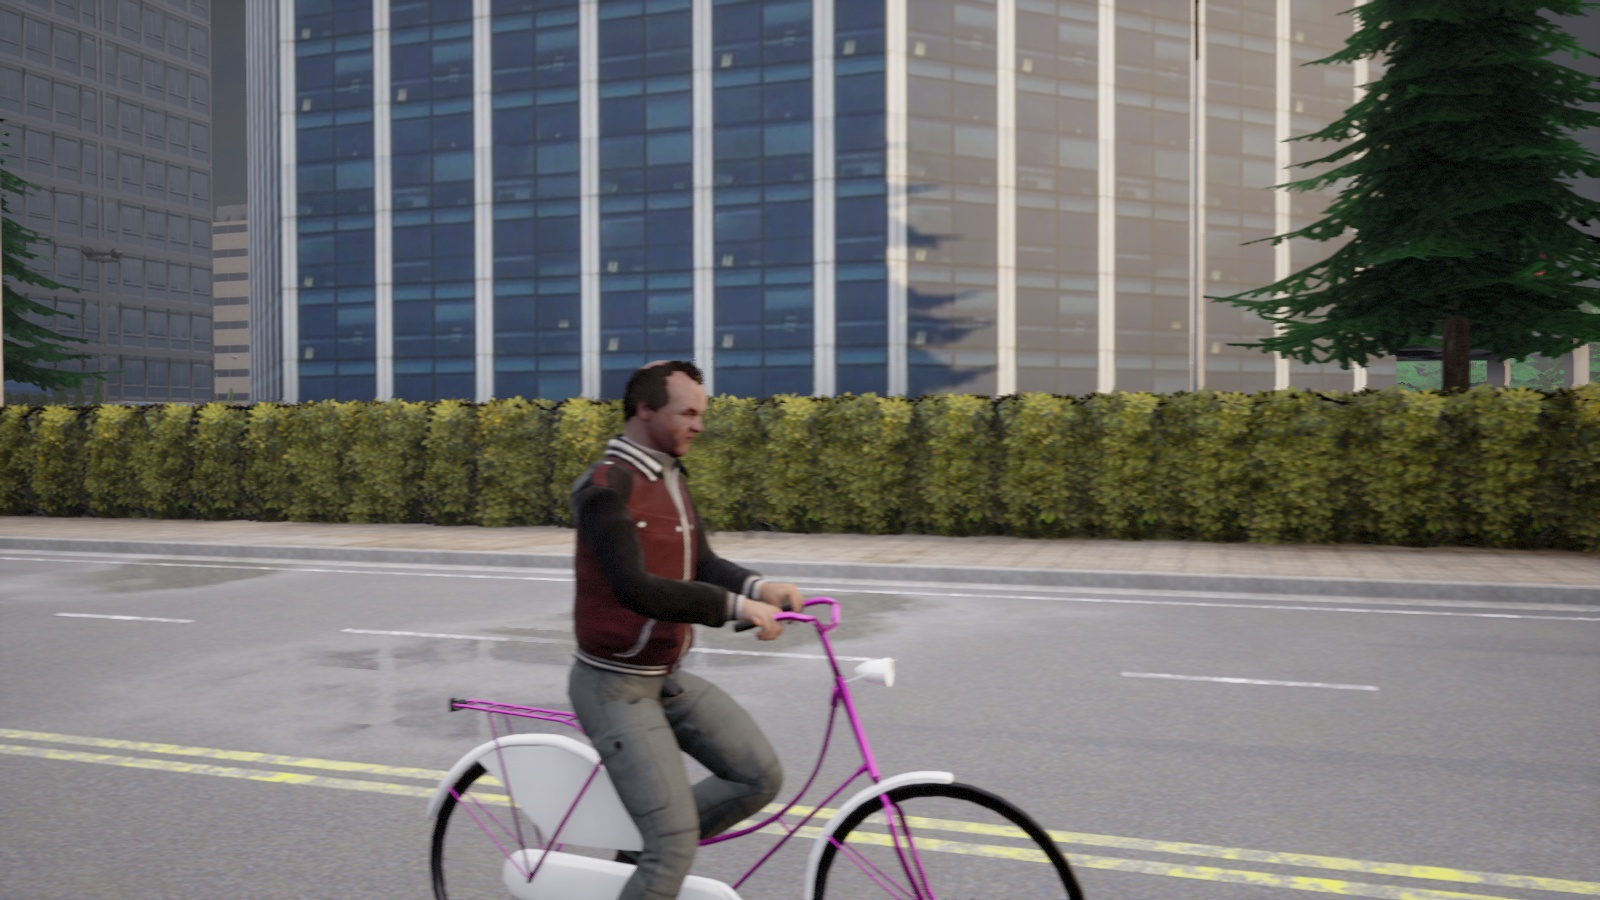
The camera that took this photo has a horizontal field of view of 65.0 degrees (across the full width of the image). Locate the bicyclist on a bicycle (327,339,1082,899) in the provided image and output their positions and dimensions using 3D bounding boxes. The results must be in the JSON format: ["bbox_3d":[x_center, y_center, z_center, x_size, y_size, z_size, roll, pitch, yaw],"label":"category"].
[{"bbox_3d":[-0.242,0.645,3.273,1.843,1.776,0.659,0,1,19],"label":"bicyclist on a bicycle"}]
